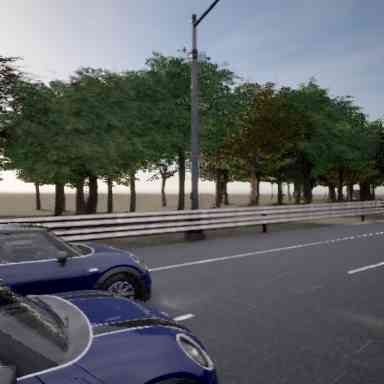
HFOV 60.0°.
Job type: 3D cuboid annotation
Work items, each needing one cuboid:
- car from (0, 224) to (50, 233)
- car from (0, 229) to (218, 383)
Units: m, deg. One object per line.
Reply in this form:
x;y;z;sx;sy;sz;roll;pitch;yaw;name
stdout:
-3.009;1.349;5.898;4.553;1.767;2.097;0;0;-36;car
-1.963;1.353;2.346;4.553;1.767;2.097;0;0;-36;car
